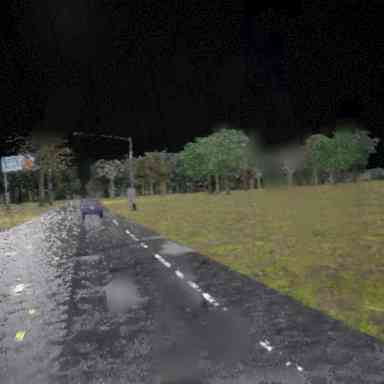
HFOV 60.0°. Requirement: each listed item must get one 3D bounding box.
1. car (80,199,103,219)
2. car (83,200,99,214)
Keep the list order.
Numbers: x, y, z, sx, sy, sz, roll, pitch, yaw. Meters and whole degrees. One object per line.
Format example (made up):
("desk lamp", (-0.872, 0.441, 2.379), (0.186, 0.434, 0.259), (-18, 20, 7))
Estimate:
("car", (-11.072, 1.829, 36.836), (2.150, 2.045, 5.566), (-3, 0, -18))
("car", (-14.681, 2.106, 48.215), (2.097, 1.767, 4.553), (-3, 0, -17))
